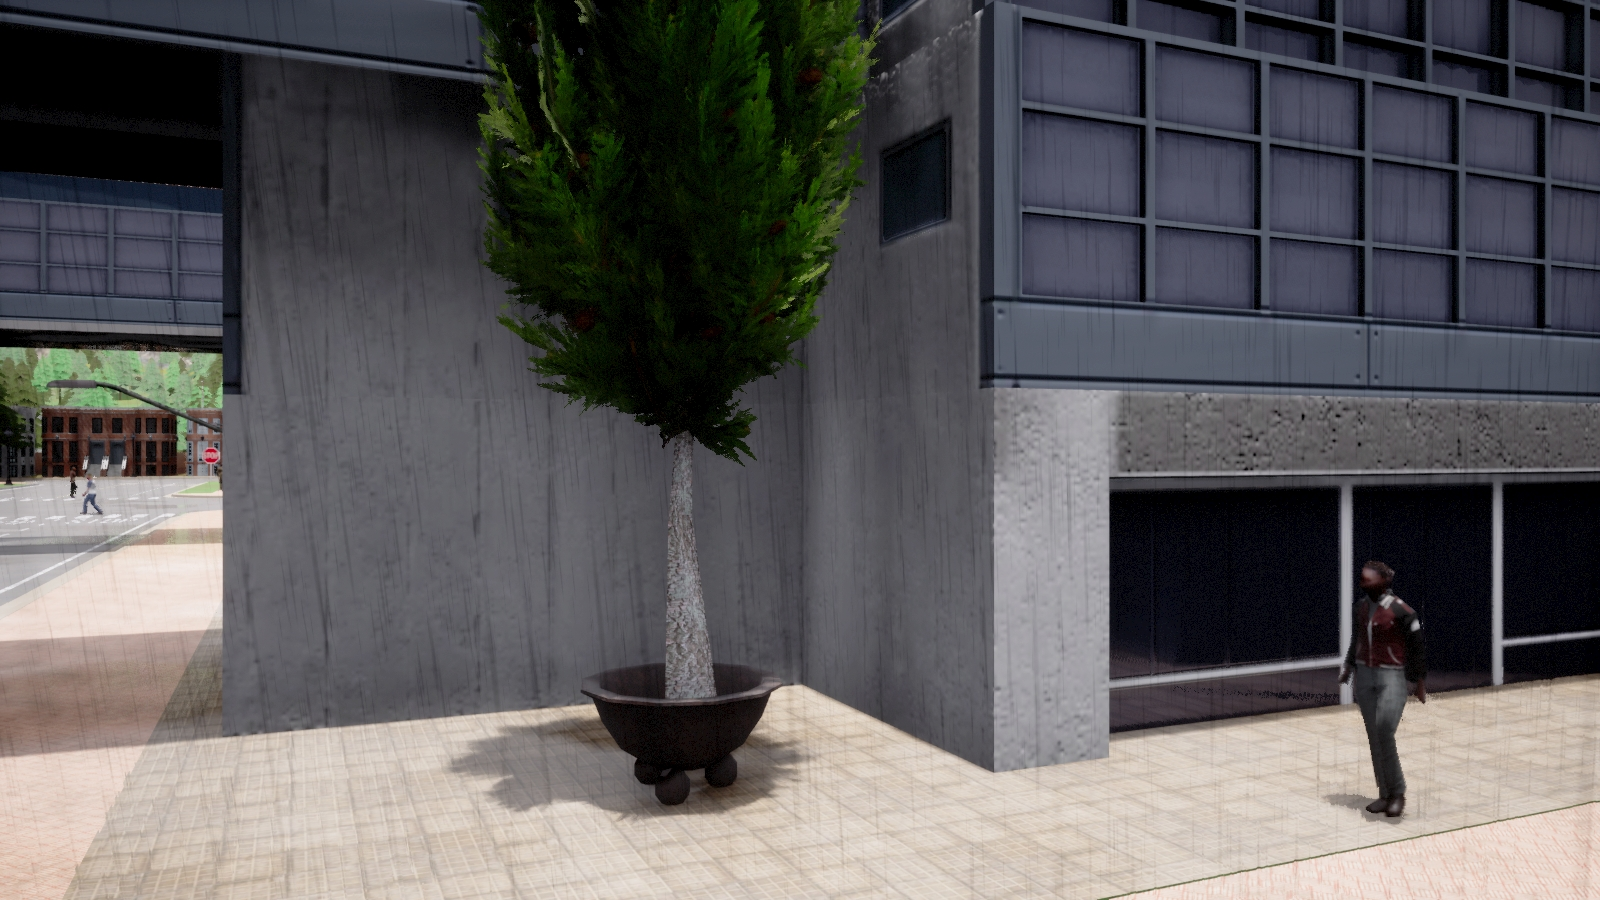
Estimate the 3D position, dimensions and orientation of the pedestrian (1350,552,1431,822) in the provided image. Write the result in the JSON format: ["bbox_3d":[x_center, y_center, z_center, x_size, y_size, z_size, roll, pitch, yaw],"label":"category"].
[{"bbox_3d":[4.302,1.698,8.329,0.375,1.860,0.375,0,0,-24],"label":"pedestrian"}]

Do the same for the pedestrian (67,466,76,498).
[{"bbox_3d":[-41.750,1.837,65.478,0.375,1.860,0.375,0,0,-24],"label":"pedestrian"}]

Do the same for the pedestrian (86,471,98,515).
[{"bbox_3d":[-30.291,1.848,48.866,0.375,1.860,0.375,0,0,-24],"label":"pedestrian"}]
